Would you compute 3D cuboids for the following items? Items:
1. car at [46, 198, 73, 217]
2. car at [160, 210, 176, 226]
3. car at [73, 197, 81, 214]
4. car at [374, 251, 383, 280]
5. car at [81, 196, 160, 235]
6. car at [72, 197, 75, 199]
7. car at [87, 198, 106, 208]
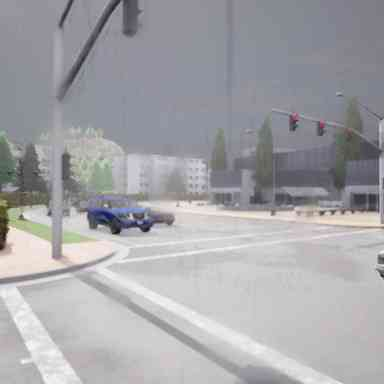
[{"bbox_3d":[-13.163,1.585,32.524,1.837,1.490,4.892,0,0,-27],"label":"car"},{"bbox_3d":[-3.136,1.697,23.970,1.895,1.301,4.718,1,0,-37],"label":"car"},{"bbox_3d":[-11.889,1.658,37.503,2.033,1.411,5.357,0,0,-24],"label":"car"},{"bbox_3d":[6.739,1.679,8.611,4.718,1.301,1.895,1,0,-35],"label":"car"},{"bbox_3d":[-4.445,1.292,19.936,2.150,2.045,5.566,1,0,-37],"label":"car"},{"bbox_3d":[-19.297,1.643,54.445,2.128,1.511,4.902,0,0,-2],"label":"car"},{"bbox_3d":[-15.836,1.733,55.154,1.837,1.490,4.892,0,0,-1],"label":"car"}]
